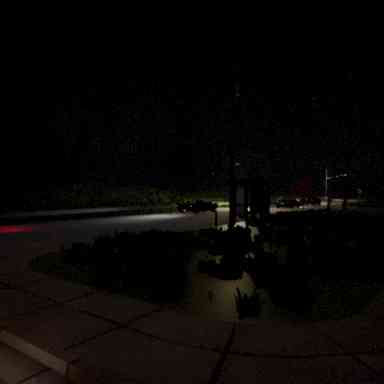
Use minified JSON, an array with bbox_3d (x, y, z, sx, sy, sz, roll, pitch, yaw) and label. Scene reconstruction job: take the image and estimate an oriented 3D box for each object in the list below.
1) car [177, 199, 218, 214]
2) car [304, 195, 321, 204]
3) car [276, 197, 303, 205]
[{"bbox_3d":[0.589,1.394,32.651,1.895,1.301,4.718,1,0,36],"label":"car"},{"bbox_3d":[18.182,1.187,51.041,2.097,1.767,4.553,1,0,36],"label":"car"},{"bbox_3d":[12.438,1.399,42.994,1.994,1.385,4.181,1,0,36],"label":"car"}]
